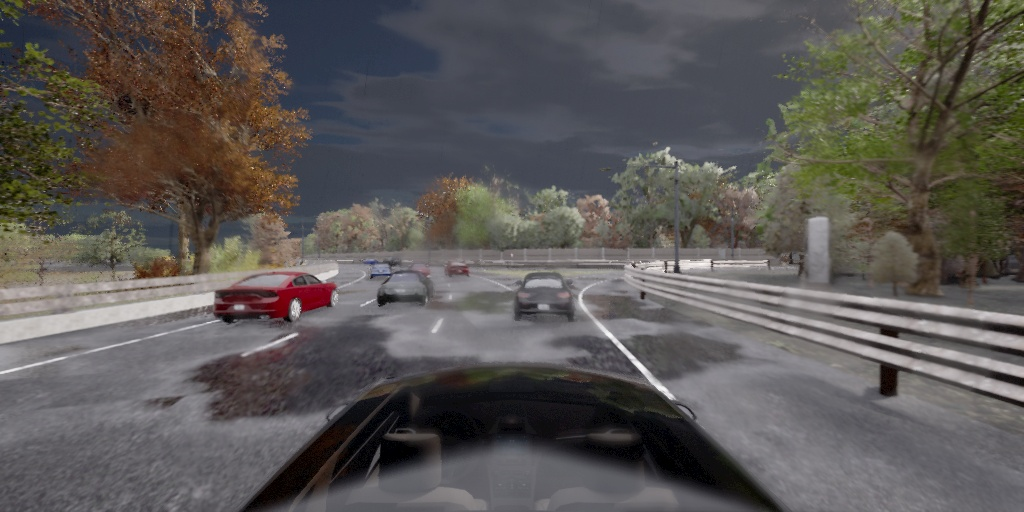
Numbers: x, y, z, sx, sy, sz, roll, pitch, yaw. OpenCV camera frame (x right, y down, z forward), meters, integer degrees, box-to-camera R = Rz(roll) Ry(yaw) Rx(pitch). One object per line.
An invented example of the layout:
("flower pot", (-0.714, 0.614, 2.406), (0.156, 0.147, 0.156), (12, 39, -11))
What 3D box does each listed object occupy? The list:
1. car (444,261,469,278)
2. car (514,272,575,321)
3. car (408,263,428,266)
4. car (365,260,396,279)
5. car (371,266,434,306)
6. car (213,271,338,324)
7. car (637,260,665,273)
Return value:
("car", (-5.465, 1.253, 35.018), (1.882, 1.535, 5.008), (0, 0, -18))
("car", (1.109, 1.274, 12.349), (1.812, 1.442, 4.674), (0, 0, 5))
("car", (-9.351, 1.354, 35.889), (1.994, 1.385, 4.181), (0, 0, -18))
("car", (-12.071, 1.346, 33.225), (2.033, 1.411, 5.357), (0, 0, -18))
("car", (-4.621, 1.333, 15.987), (1.994, 1.385, 4.181), (0, 0, -8))
("car", (-7.643, 1.257, 12.204), (1.882, 1.535, 5.008), (0, 0, -6))
("car", (16.025, 1.227, 41.060), (4.674, 1.442, 1.812), (0, 0, -42))
